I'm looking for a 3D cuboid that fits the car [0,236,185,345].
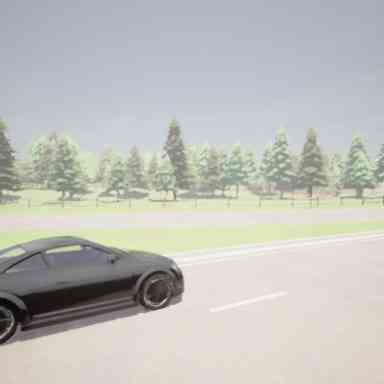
[{"bbox_3d":[-2.223,1.545,6.310,4.181,1.385,1.994,0,0,-35],"label":"car"}]
